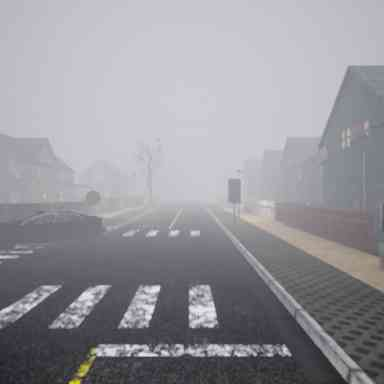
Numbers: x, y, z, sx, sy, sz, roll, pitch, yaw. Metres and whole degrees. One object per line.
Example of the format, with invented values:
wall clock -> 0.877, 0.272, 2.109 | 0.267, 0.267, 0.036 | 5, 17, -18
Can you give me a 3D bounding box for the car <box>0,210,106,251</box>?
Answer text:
car -> -6.171, 1.524, 14.185 | 4.902, 1.511, 2.128 | 0, 1, -28
